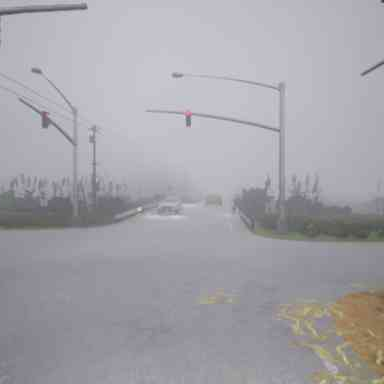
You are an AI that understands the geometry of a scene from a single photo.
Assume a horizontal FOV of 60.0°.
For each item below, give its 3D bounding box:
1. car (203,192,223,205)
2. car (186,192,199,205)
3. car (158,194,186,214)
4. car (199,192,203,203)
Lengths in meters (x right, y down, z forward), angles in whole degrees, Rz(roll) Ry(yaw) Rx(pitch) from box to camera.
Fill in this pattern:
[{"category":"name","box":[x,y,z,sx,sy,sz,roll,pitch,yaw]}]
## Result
[{"category":"car","box":[2.802,0.836,41.566,1.882,1.535,5.008,0,1,7]},{"category":"car","box":[-0.696,0.908,43.474,1.994,1.385,4.181,0,1,7]},{"category":"car","box":[-2.000,1.192,31.455,1.812,1.442,4.674,0,3,5]},{"category":"car","box":[2.039,1.014,63.356,2.150,2.045,5.566,0,-2,7]}]
